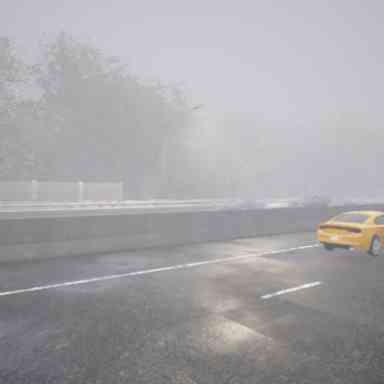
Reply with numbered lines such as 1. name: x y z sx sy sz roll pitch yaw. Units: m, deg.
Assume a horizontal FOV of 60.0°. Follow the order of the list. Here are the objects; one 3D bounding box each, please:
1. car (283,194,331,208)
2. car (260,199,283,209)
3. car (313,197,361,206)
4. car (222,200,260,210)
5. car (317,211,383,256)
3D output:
1. car: 12.371 1.254 34.288 5.566 2.045 2.150 0 0 -35
2. car: 10.181 1.556 37.023 4.674 1.442 1.812 0 0 -35
3. car: 13.901 1.507 31.085 5.008 1.535 1.882 0 0 -35
4. car: 6.010 1.575 38.365 5.357 1.411 2.033 0 0 -35
5. car: 7.062 1.491 13.208 5.008 1.535 1.882 0 0 -36
